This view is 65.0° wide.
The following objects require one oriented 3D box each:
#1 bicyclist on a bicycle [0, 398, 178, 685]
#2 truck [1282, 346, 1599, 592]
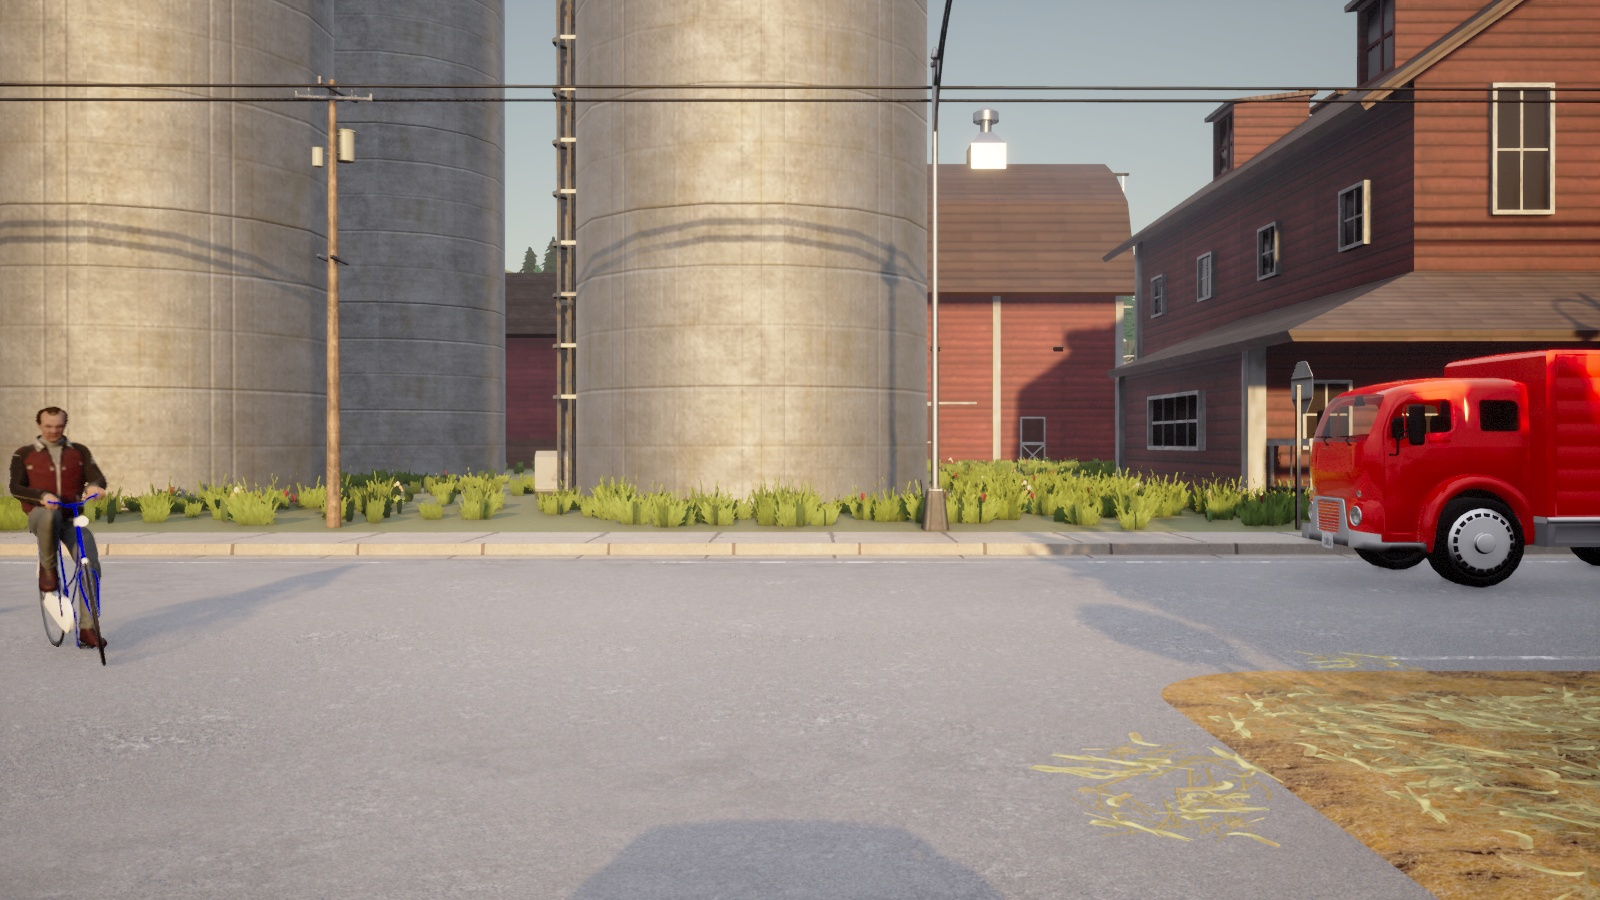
[{"bbox_3d":[-5.019,0.564,8.731,0.659,1.776,1.843,-5,3,-42],"label":"bicyclist on a bicycle"},{"bbox_3d":[8.452,0.188,13.927,5.204,2.467,2.627,0,0,0],"label":"truck"}]
